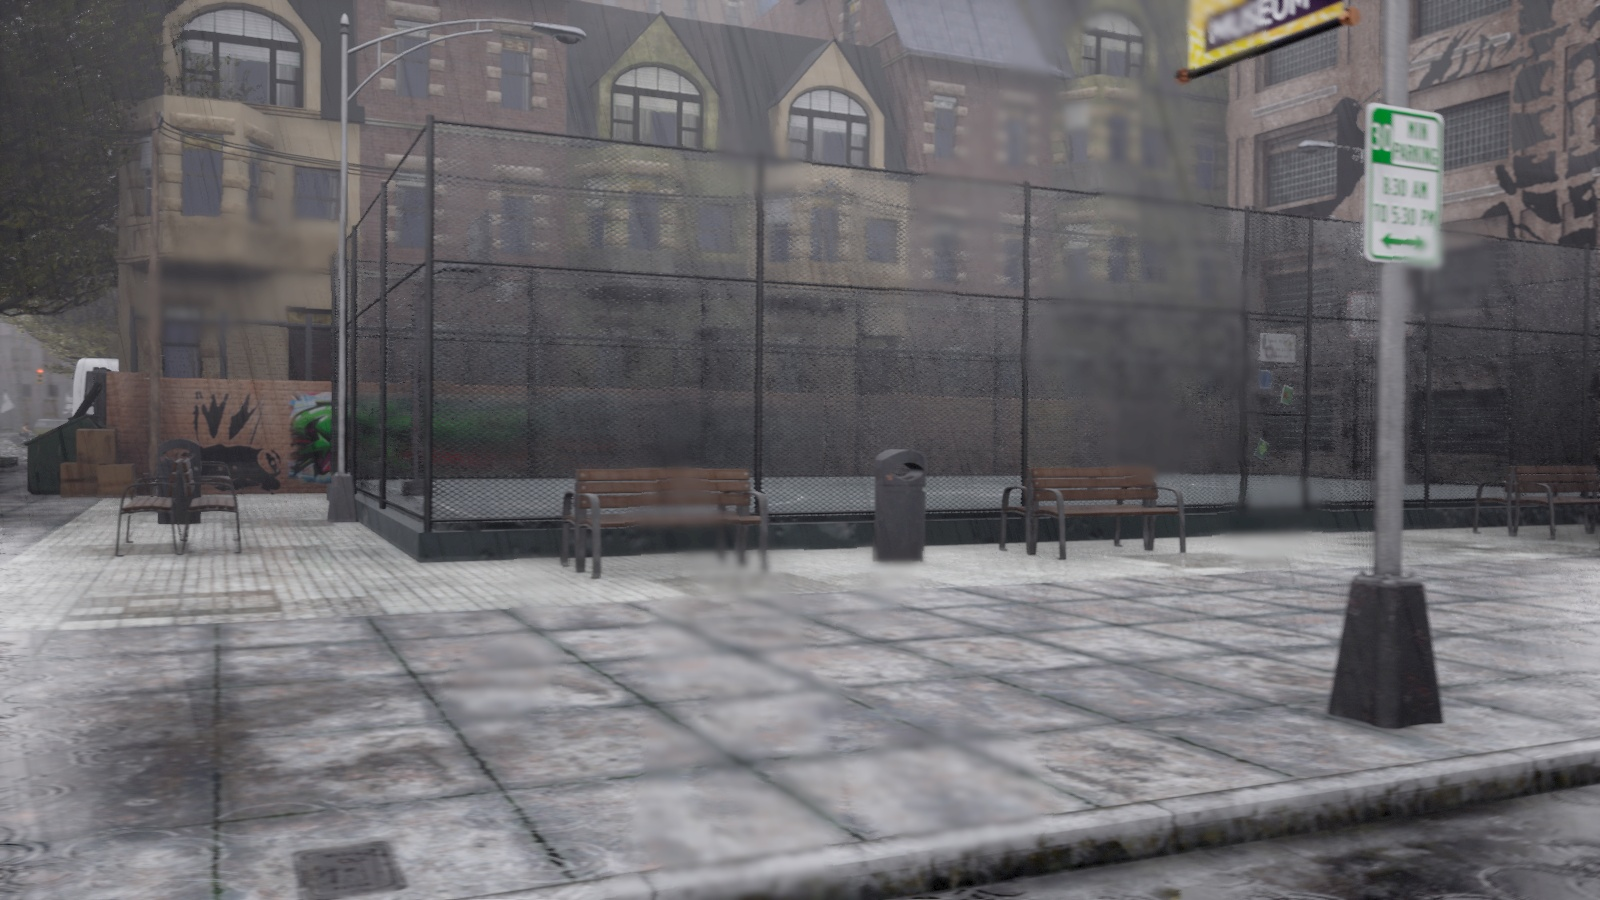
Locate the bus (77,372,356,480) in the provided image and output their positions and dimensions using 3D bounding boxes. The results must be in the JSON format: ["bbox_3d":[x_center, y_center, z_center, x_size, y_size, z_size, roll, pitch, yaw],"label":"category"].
[{"bbox_3d":[-24.495,-1.049,53.167,10.273,4.253,3.944,-1,1,-26],"label":"bus"}]
